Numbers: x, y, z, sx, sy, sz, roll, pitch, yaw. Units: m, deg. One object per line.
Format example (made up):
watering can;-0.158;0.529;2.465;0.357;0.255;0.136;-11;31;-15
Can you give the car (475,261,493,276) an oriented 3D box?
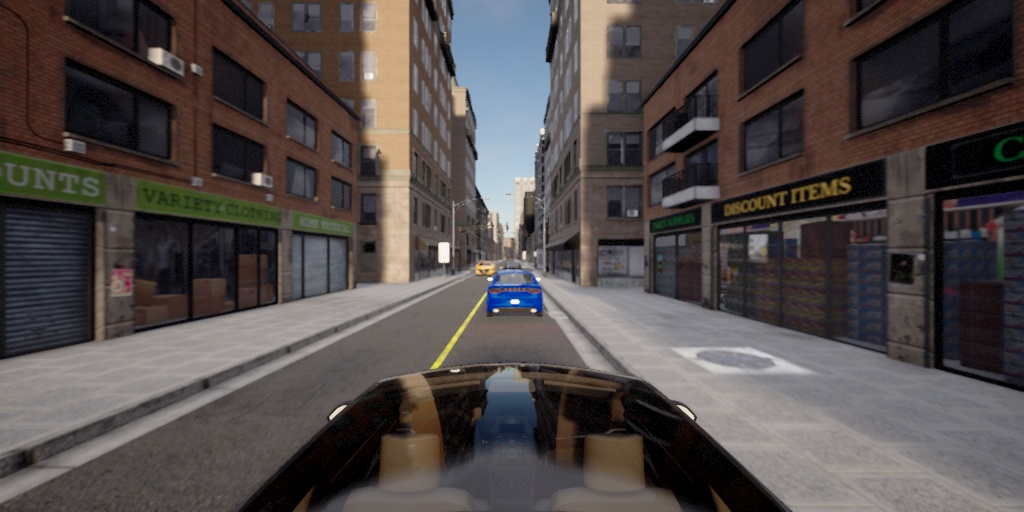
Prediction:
car;-2.801;1.305;38.468;1.882;1.535;5.008;0;0;0

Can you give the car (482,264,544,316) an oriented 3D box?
car;0.088;1.248;13.490;1.882;1.535;5.008;0;0;0
